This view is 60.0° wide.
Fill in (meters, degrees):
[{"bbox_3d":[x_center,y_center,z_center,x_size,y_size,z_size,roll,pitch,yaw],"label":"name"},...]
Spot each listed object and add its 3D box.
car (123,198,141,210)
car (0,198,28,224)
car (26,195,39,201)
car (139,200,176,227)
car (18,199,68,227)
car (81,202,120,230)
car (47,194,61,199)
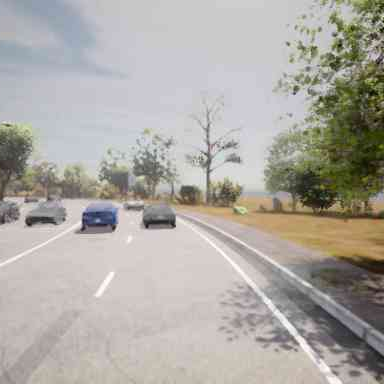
[{"bbox_3d":[-6.941,1.392,39.326,1.895,1.301,4.718,0,0,-19],"label":"car"},{"bbox_3d":[-13.426,1.380,23.203,2.128,1.511,4.902,0,0,-13],"label":"car"},{"bbox_3d":[-28.718,1.276,59.784,1.895,1.301,4.718,0,0,-32],"label":"car"},{"bbox_3d":[-2.216,1.445,21.762,1.994,1.385,4.181,0,0,-10],"label":"car"},{"bbox_3d":[-9.622,1.436,22.409,2.033,1.411,5.357,0,0,-12],"label":"car"},{"bbox_3d":[-5.484,1.373,20.239,1.882,1.535,5.008,0,0,-10],"label":"car"},{"bbox_3d":[-25.305,1.177,60.924,2.128,1.511,4.902,0,0,-32],"label":"car"}]
